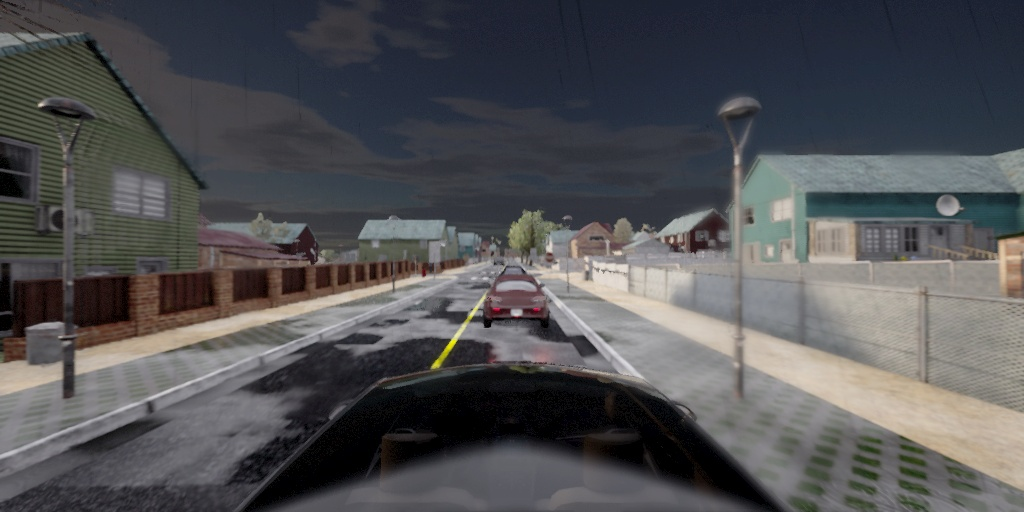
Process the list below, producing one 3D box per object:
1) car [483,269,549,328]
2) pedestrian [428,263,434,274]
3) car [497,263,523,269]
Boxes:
[{"bbox_3d":[0.102,1.292,11.361,1.812,1.442,4.674,0,-1,0],"label":"car"},{"bbox_3d":[-9.688,1.260,42.861,0.375,1.860,0.375,0,0,0],"label":"pedestrian"},{"bbox_3d":[0.100,1.346,23.744,1.994,1.385,4.181,0,0,0],"label":"car"}]
